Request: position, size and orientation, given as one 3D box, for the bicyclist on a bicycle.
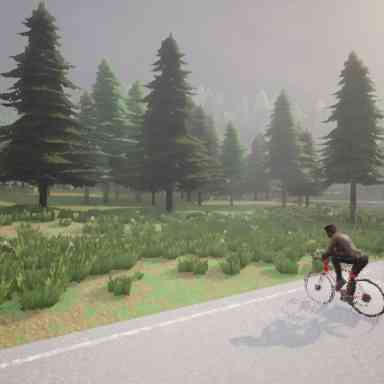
[{"bbox_3d":[2.824,1.455,6.333,0.582,1.620,1.656,0,-2,-35],"label":"bicyclist on a bicycle"}]
